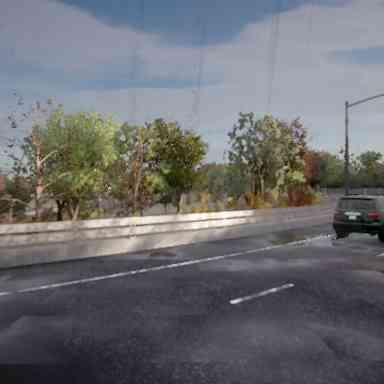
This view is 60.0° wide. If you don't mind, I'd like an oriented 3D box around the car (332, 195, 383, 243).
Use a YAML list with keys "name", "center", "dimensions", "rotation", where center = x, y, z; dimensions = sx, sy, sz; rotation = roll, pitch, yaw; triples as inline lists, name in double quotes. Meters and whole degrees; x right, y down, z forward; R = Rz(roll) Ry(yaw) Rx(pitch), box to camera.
- name: "car"
  center: [8.892, 1.189, 16.297]
  dimensions: [5.566, 2.045, 2.150]
  rotation: [0, 0, -44]
